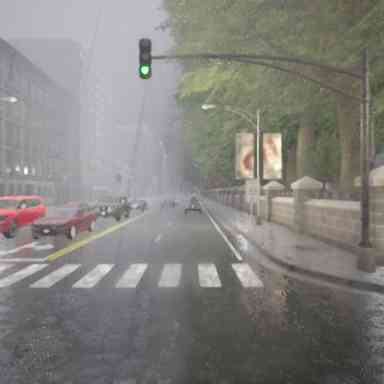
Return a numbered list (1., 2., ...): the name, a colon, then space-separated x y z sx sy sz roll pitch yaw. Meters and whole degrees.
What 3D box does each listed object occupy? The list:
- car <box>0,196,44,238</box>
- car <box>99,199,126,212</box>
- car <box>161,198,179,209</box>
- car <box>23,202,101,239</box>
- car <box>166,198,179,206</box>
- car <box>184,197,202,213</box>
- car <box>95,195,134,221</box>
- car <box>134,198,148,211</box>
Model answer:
1. car: -9.849 1.248 18.064 2.150 2.045 5.566 0 0 -1
2. car: -9.802 1.584 41.532 2.033 1.411 5.357 0 0 1
3. car: -3.249 1.522 45.914 2.128 1.511 4.902 0 0 0
4. car: -6.587 1.500 17.567 1.882 1.535 5.008 0 0 0
5. car: -3.248 1.633 56.359 1.895 1.301 4.718 0 0 0
6. car: 0.100 1.571 37.323 2.033 1.411 5.357 0 0 0
7. car: -6.575 1.248 27.509 2.150 2.045 5.566 0 0 1
8. car: -6.555 1.525 40.588 2.128 1.511 4.902 0 0 0
